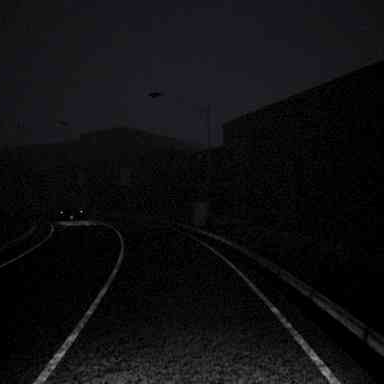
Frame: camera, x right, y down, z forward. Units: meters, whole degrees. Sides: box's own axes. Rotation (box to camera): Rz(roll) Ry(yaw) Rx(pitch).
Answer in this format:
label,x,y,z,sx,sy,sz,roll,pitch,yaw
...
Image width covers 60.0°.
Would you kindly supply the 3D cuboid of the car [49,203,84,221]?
label,x,y,z,sx,sy,sz,roll,pitch,yaw
car,-10.334,1.613,27.209,1.895,1.301,4.718,1,0,-33
